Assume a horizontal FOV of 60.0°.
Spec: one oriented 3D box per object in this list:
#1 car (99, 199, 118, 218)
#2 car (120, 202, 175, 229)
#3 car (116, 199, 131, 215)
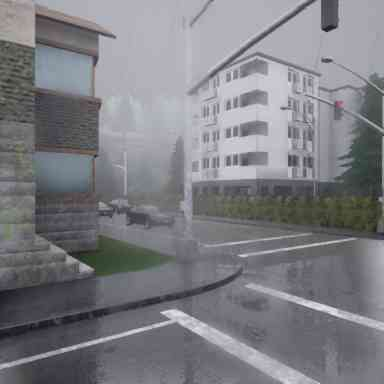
[{"bbox_3d":[-9.216,1.654,31.962,1.882,1.535,5.008,0,0,-35],"label":"car"},{"bbox_3d":[-3.015,1.682,23.241,1.837,1.490,4.892,0,0,-35],"label":"car"},{"bbox_3d":[-8.061,1.529,36.671,2.097,1.767,4.553,0,0,-35],"label":"car"}]
